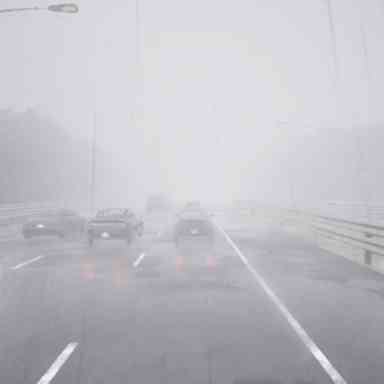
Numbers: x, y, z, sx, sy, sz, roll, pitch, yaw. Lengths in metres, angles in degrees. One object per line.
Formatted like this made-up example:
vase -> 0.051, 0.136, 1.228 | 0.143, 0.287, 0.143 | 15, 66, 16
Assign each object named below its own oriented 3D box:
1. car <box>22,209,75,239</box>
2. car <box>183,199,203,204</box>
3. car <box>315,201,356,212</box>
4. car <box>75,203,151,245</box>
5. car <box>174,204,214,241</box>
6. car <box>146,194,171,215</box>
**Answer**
car -> -6.905, 1.552, 17.163 | 1.994, 1.385, 4.181 | 0, -1, 0
car -> 0.096, 1.501, 34.687 | 2.128, 1.511, 4.902 | 0, 0, 0
car -> 14.121, 1.642, 33.028 | 1.812, 1.442, 4.674 | 0, 0, -15
car -> -3.403, 1.492, 15.482 | 2.128, 1.511, 4.902 | 0, 0, 0
car -> 0.099, 1.529, 16.676 | 1.812, 1.442, 4.674 | 0, 0, 0
car -> -3.391, 1.230, 34.250 | 2.150, 2.045, 5.566 | 0, 0, 1
